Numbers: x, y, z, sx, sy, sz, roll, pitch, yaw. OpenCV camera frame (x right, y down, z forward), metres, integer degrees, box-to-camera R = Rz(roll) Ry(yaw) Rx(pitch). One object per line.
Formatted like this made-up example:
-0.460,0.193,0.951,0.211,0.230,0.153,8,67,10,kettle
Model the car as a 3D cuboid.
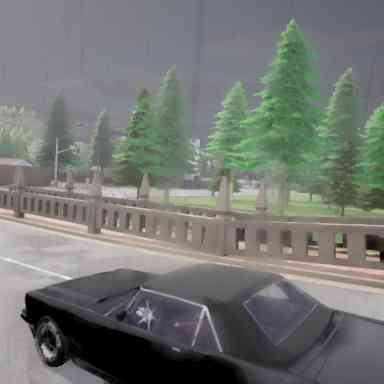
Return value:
-0.043,1.585,4.016,4.718,1.301,1.895,1,0,35,car
